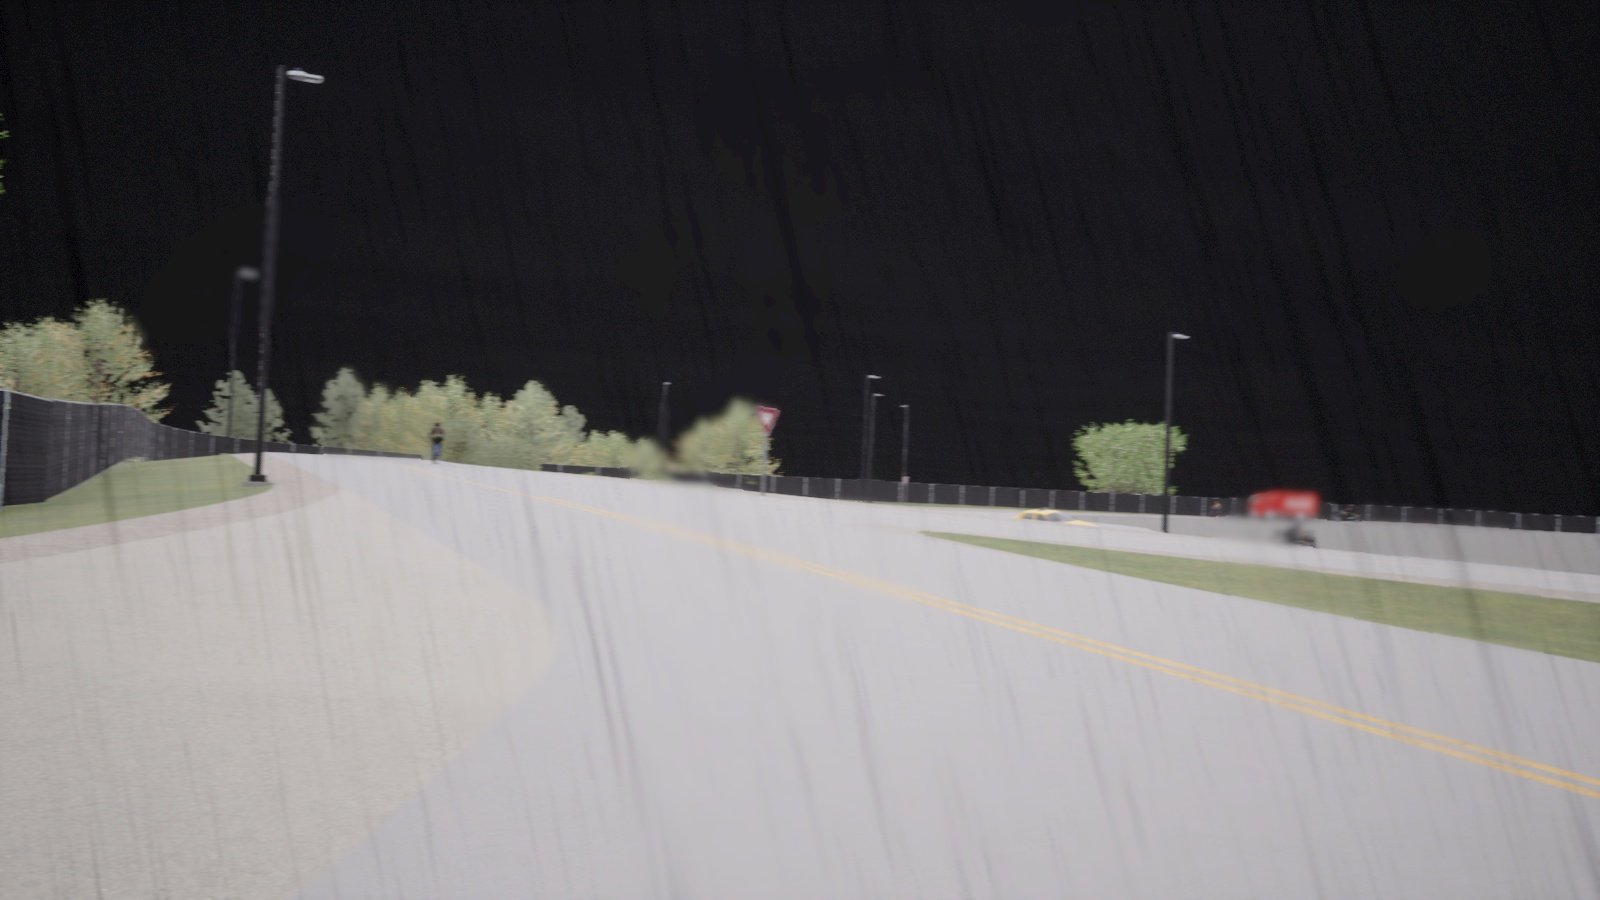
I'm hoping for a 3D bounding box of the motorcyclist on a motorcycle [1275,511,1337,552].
[{"bbox_3d":[20.756,3.316,51.535,0.866,1.530,2.191,2,-1,-37],"label":"motorcyclist on a motorcycle"}]

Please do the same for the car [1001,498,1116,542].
[{"bbox_3d":[11.698,3.135,57.205,1.801,1.575,5.366,-7,3,-32],"label":"car"}]
